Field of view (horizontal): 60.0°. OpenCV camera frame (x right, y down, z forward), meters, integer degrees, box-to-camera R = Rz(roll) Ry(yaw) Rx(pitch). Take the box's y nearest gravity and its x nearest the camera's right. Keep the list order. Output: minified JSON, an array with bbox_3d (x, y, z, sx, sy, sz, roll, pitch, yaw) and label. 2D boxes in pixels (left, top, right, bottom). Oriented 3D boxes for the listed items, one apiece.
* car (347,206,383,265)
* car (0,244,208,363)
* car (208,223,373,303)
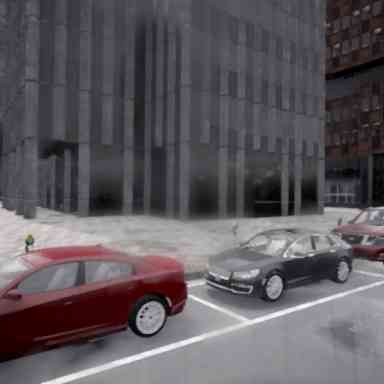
[{"bbox_3d":[6.829,1.442,11.521,5.009,1.841,2.192,1,0,-36],"label":"car"},{"bbox_3d":[-2.167,1.556,5.099,4.507,1.381,1.887,1,0,-36],"label":"car"},{"bbox_3d":[2.330,1.619,8.310,4.403,1.369,2.008,1,0,-36],"label":"car"}]
